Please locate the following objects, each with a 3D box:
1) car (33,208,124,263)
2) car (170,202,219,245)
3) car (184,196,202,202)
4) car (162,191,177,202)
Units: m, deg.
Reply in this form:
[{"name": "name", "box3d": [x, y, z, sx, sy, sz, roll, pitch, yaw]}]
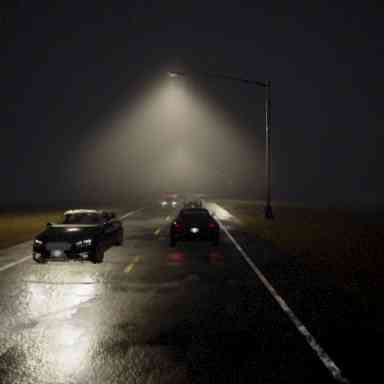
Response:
[{"name": "car", "box3d": [-3.599, 1.337, 11.321, 2.128, 1.511, 4.902, 0, 1, 0]}, {"name": "car", "box3d": [0.099, 1.368, 14.493, 1.994, 1.385, 4.181, 0, 1, 0]}, {"name": "car", "box3d": [0.094, 1.118, 35.751, 1.895, 1.301, 4.718, 0, 1, 0]}, {"name": "car", "box3d": [-3.565, 0.637, 53.021, 2.097, 1.767, 4.553, 0, 1, 0]}]
